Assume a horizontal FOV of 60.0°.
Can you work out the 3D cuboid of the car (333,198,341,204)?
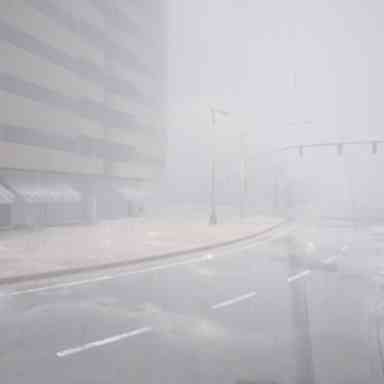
[{"bbox_3d":[36.990,2.325,84.811,1.994,1.385,4.181,0,0,24],"label":"car"}]

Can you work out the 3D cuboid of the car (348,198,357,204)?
[{"bbox_3d":[40.176,2.315,83.362,2.128,1.511,4.902,0,0,24],"label":"car"}]
